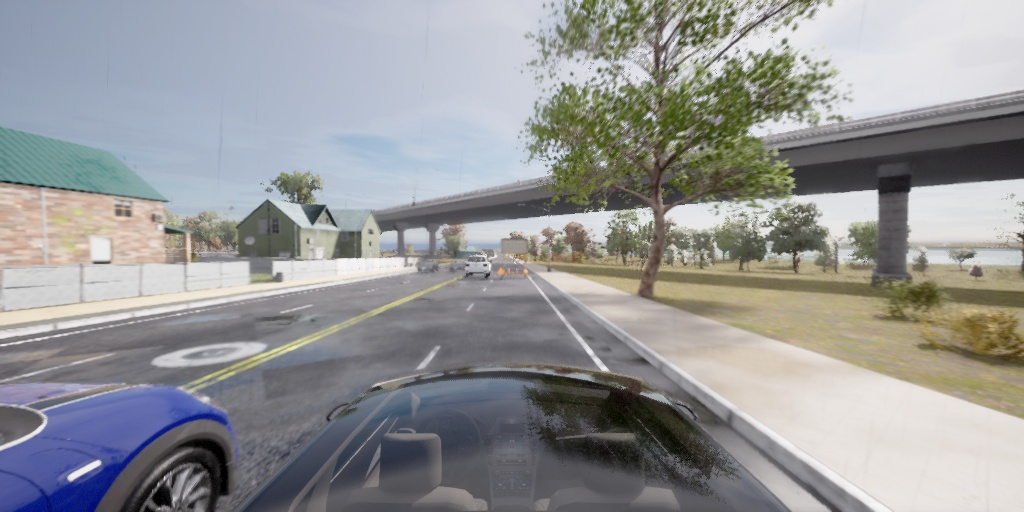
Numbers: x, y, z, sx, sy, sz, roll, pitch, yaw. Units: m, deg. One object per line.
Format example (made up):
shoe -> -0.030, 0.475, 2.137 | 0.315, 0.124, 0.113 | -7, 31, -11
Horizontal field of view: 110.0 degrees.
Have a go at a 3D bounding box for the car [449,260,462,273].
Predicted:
car -> -6.593, 1.249, 44.583 | 2.128, 1.511, 4.902 | 0, 0, 0

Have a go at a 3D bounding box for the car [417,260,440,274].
car -> -9.846, 1.247, 42.403 | 2.128, 1.511, 4.902 | 0, 0, 0

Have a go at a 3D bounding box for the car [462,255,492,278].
car -> -3.154, 0.973, 34.370 | 2.150, 2.045, 5.566 | 0, 0, 0

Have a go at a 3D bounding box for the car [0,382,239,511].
car -> -3.150, 1.102, 0.868 | 2.097, 1.767, 4.553 | 0, 0, 0

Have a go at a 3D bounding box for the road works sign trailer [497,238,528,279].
road works sign trailer -> 0.139, 0.187, 31.892 | 2.380, 3.560, 2.880 | 0, 0, -3
